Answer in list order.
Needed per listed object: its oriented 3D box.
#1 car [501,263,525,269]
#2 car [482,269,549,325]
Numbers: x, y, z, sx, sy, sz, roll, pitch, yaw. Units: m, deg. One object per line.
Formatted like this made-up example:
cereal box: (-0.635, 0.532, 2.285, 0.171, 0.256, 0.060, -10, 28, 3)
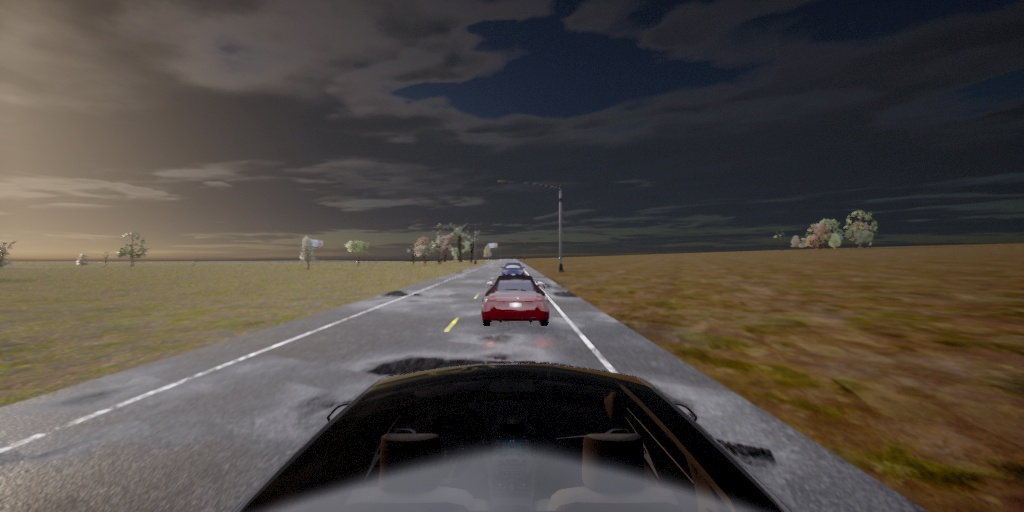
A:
car: (0.091, 1.279, 29.544, 1.812, 1.442, 4.674, 0, 0, 0)
car: (0.098, 1.315, 11.858, 1.994, 1.385, 4.181, 0, 0, 0)
